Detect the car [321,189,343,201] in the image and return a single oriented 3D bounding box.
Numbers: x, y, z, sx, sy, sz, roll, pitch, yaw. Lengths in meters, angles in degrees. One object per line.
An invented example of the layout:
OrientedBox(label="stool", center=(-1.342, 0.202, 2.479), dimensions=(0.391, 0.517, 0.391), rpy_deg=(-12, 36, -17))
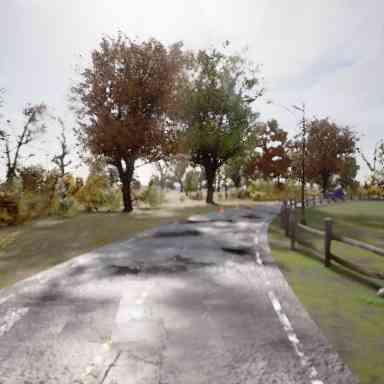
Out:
OrientedBox(label="car", center=(26.543, 0.512, 62.818), dimensions=(5.566, 2.045, 2.150), rpy_deg=(-1, 1, -42))
